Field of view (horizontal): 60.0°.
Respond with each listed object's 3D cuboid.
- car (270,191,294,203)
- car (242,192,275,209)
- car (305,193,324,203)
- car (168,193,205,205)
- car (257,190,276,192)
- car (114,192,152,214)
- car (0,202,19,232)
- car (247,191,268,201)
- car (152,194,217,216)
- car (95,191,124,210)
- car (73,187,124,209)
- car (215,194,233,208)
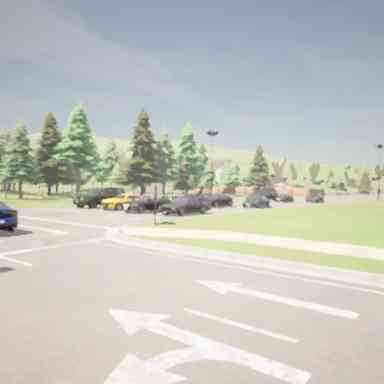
[{"bbox_3d":[15.153,1.013,54.486,2.128,1.511,4.902,2,1,37],"label":"car"},{"bbox_3d":[7.459,1.129,38.118,1.812,1.442,4.674,2,2,36],"label":"car"},{"bbox_3d":[20.621,0.961,55.955,2.097,1.767,4.553,2,1,36],"label":"car"},{"bbox_3d":[-0.668,0.887,44.804,2.033,1.411,5.357,2,1,36],"label":"car"},{"bbox_3d":[13.019,0.658,57.467,2.150,2.045,5.566,2,1,37],"label":"car"},{"bbox_3d":[-3.855,1.002,28.610,2.128,1.511,4.902,2,1,36],"label":"car"},{"bbox_3d":[-10.037,1.053,15.452,5.008,1.535,1.882,2,1,35],"label":"car"},{"bbox_3d":[12.230,0.699,62.259,2.097,1.767,4.553,2,1,36],"label":"car"},{"bbox_3d":[-0.468,1.145,27.315,2.033,1.411,5.357,2,1,36],"label":"car"},{"bbox_3d":[-6.247,0.901,31.265,1.882,1.535,5.008,2,1,36],"label":"car"},{"bbox_3d":[-9.075,0.558,33.314,2.150,2.045,5.566,2,1,36],"label":"car"},{"bbox_3d":[2.879,0.991,37.805,1.882,1.535,5.008,2,1,36],"label":"car"}]
